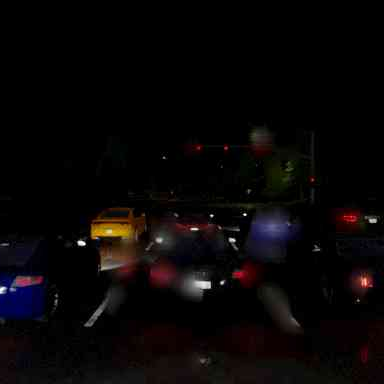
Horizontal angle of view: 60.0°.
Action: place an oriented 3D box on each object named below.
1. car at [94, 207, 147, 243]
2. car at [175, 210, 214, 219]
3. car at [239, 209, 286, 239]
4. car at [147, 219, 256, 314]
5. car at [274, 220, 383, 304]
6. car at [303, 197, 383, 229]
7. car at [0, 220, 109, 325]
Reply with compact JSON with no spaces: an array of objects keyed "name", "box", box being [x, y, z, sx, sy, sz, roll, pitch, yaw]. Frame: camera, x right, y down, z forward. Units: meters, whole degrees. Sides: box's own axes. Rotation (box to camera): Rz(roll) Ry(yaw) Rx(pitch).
[{"name":"car","box":[-3.397,1.478,16.183,1.882,1.535,5.008,0,0,0]},{"name":"car","box":[0.104,1.564,16.117,1.994,1.385,4.181,0,0,0]},{"name":"car","box":[3.604,1.564,16.822,1.994,1.385,4.181,0,0,0]},{"name":"car","box":[0.116,1.564,7.713,1.994,1.385,4.181,0,0,-1]},{"name":"car","box":[3.602,1.601,8.065,1.895,1.301,4.718,0,0,0]},{"name":"car","box":[7.104,1.222,15.747,2.150,2.045,5.566,0,0,0]},{"name":"car","box":[-3.397,1.564,7.252,1.994,1.385,4.181,0,0,0]}]
